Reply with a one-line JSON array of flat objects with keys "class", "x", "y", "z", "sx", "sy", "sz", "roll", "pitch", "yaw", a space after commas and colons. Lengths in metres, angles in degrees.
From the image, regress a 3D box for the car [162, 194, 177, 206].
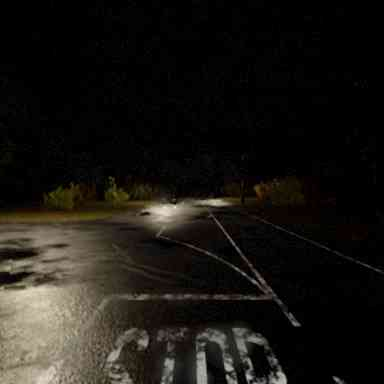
[{"class": "car", "x": -3.408, "y": 1.148, "z": 50.527, "sx": 2.097, "sy": 1.767, "sz": 4.553, "roll": 0, "pitch": 0, "yaw": 0}]
